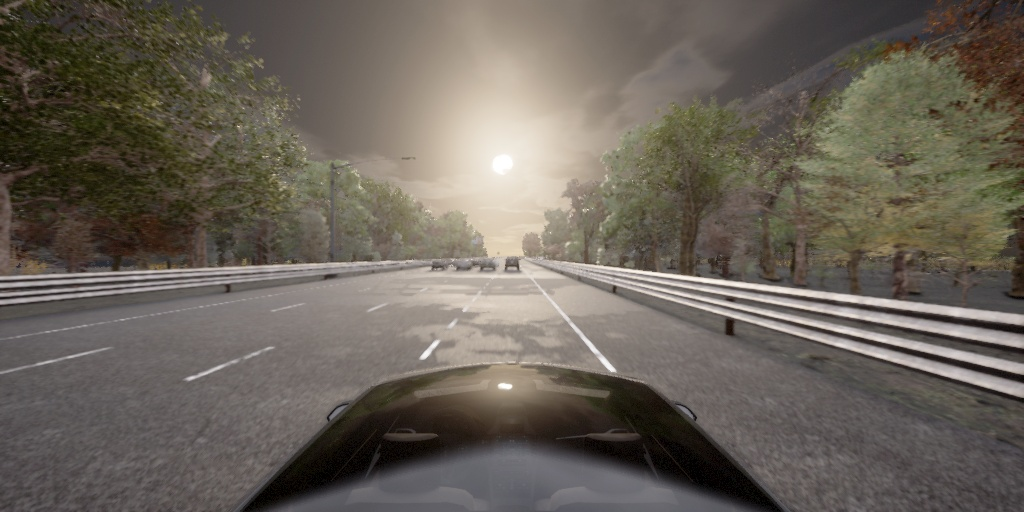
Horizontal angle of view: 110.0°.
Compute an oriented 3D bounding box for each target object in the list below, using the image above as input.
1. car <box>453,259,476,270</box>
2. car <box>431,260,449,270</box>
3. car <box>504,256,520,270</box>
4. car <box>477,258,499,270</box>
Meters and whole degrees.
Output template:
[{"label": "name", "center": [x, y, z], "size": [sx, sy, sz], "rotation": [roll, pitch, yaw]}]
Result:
[{"label": "car", "center": [-6.972, 1.347, 52.965], "size": [1.994, 1.385, 4.181], "rotation": [0, 0, 0]}, {"label": "car", "center": [-10.476, 1.291, 52.409], "size": [1.837, 1.490, 4.892], "rotation": [0, 0, 0]}, {"label": "car", "center": [0.025, 0.997, 52.340], "size": [2.150, 2.045, 5.566], "rotation": [0, 0, 0]}, {"label": "car", "center": [-3.475, 1.133, 52.715], "size": [2.097, 1.767, 4.553], "rotation": [0, 0, 0]}]
